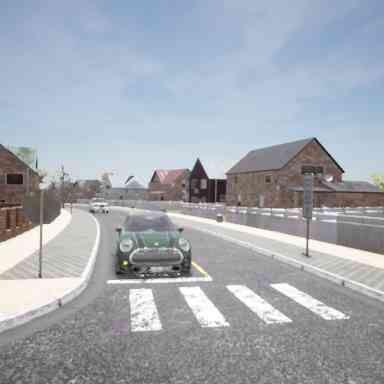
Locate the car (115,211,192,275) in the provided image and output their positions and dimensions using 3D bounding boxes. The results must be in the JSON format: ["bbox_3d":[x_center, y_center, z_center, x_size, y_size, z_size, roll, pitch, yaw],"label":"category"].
[{"bbox_3d":[-1.419,1.471,10.915,2.097,1.767,4.553,1,-1,-13],"label":"car"}]

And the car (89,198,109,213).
[{"bbox_3d":[-13.079,1.881,46.663,2.150,2.045,5.566,1,-1,-24],"label":"car"}]
